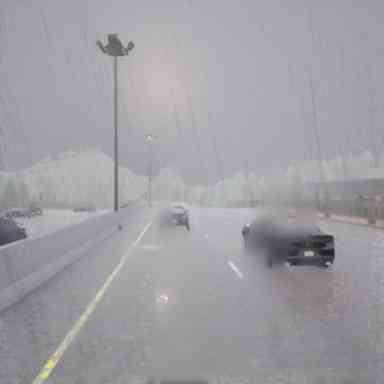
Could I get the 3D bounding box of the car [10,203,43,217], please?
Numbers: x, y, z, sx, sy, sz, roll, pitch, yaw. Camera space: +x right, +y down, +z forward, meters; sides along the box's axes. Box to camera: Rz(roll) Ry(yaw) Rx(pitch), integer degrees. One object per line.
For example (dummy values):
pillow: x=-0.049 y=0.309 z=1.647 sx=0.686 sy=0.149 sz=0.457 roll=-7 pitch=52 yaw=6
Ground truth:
car: x=-16.003 y=1.801 z=31.911 sx=1.994 sy=1.385 sz=4.181 roll=0 pitch=0 yaw=-4

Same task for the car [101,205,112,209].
car: x=-18.511 y=3.568 z=72.420 sx=2.033 sy=1.411 sz=5.357 roll=0 pitch=-6 yaw=-4

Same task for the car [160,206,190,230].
car: x=-1.145 y=1.638 z=21.970 sx=1.812 sy=1.442 sz=4.674 roll=0 pitch=0 yaw=-4

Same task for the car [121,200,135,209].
car: x=-10.409 y=2.040 z=54.608 sx=1.837 sy=1.490 sz=4.892 roll=0 pitch=-2 yaw=-3

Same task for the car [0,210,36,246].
car: x=-7.727 y=1.625 z=12.218 sx=1.812 sy=1.442 sz=4.674 roll=0 pitch=0 yaw=-4

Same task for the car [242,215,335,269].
car: x=3.005 y=1.517 z=11.385 sx=1.882 sy=1.535 sz=5.008 roll=0 pitch=0 yaw=-3

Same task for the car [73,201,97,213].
car: x=-13.060 y=1.829 z=40.800 sx=1.994 sy=1.385 sz=4.181 roll=0 pitch=0 yaw=-3
